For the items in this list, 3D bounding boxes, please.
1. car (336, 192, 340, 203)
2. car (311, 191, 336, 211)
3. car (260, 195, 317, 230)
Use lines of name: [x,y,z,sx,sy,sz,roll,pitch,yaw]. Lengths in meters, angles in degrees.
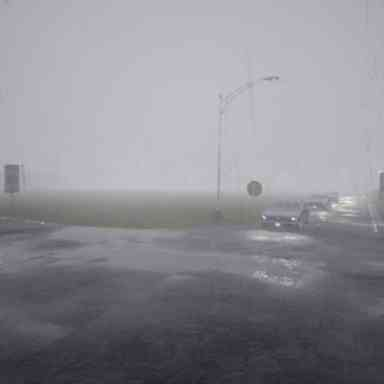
car: [17.326,0.607,41.439,2.033,1.411,5.357,2,2,28]
car: [11.521,0.840,30.194,2.033,1.411,5.357,2,2,27]
car: [5.217,1.090,17.946,2.033,1.411,5.357,2,2,27]
